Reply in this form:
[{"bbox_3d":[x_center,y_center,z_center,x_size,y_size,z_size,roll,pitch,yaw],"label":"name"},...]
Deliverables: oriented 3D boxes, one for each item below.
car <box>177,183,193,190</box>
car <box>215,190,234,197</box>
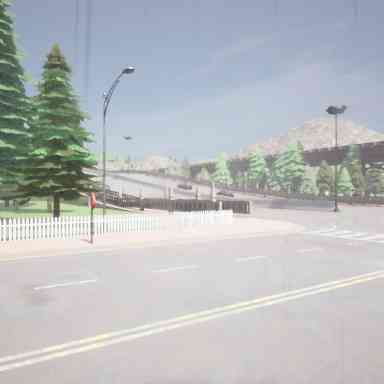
[{"bbox_3d":[-1.701,-1.376,78.265,2.128,1.511,4.902,0,7,-34],"label":"car"},{"bbox_3d":[6.395,0.364,66.233,1.812,1.442,4.674,0,5,-34],"label":"car"}]
